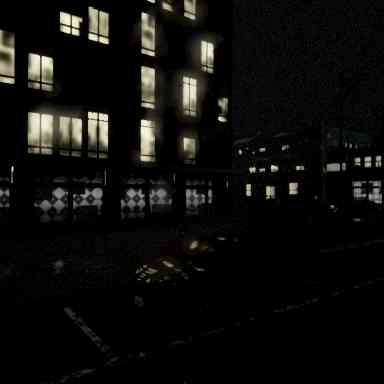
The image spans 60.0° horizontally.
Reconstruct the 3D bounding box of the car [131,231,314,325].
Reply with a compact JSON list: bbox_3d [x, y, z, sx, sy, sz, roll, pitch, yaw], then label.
[{"bbox_3d":[0.839,1.566,7.152,4.313,1.339,1.947,0,0,-35],"label":"car"}]

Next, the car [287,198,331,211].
[{"bbox_3d":[12.834,1.340,36.736,1.802,1.307,4.206,1,0,-36],"label":"car"}]

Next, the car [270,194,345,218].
[{"bbox_3d":[9.367,1.101,27.307,2.192,1.841,5.009,1,0,-36],"label":"car"}]

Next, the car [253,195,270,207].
[{"bbox_3d":[9.553,1.130,41.208,1.967,1.590,4.097,1,0,-36],"label":"car"}]

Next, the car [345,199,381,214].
[{"bbox_3d":[16.116,1.372,32.266,1.887,1.381,4.507,1,0,-36],"label":"car"}]
